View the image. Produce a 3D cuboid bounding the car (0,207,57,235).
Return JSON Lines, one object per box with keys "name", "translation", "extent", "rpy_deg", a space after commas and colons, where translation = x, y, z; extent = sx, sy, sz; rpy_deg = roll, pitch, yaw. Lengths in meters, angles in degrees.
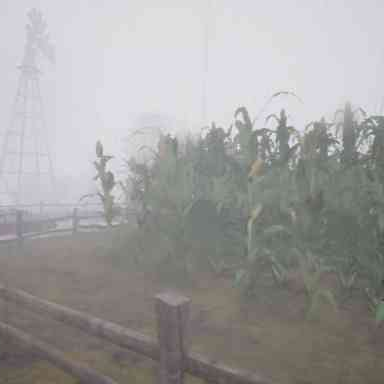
{"name": "car", "translation": [-9.097, 1.466, 16.882], "extent": [1.994, 1.385, 4.181], "rpy_deg": [1, 1, 36]}
